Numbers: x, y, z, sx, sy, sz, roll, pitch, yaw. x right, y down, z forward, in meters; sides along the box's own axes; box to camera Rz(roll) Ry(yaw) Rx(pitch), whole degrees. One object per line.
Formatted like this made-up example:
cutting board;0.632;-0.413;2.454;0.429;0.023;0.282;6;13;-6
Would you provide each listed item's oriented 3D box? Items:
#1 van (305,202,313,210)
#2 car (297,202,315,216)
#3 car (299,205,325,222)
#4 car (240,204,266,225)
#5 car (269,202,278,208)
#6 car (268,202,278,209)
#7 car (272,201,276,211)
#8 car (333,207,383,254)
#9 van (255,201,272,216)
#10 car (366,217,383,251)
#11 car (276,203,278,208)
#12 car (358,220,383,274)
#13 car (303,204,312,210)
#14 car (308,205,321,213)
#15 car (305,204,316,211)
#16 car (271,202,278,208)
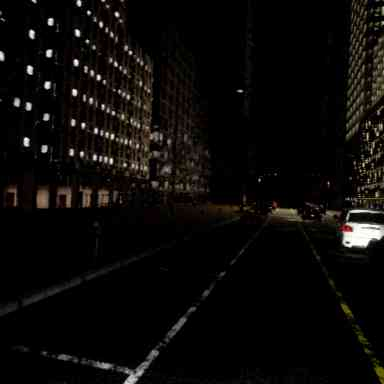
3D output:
van;28.900;3.498;82.307;1.690;1.788;3.998;2;-1;16
car;16.908;2.628;49.728;2.097;1.767;4.553;3;-1;16
car;13.593;2.569;37.895;1.994;1.385;4.181;3;-1;16
car;5.390;2.067;29.893;1.752;1.417;4.829;2;-1;16
car;20.835;3.364;84.590;1.947;1.339;4.313;2;-1;16
car;19.296;3.218;79.137;1.887;1.381;4.507;2;-1;16
car;11.595;2.597;51.870;2.008;1.369;4.403;2;-1;16
car;7.980;1.750;15.665;2.150;2.045;5.566;3;-1;20
van;8.525;2.137;40.966;1.690;1.788;3.998;2;-1;16
car;10.457;2.182;17.029;1.752;1.417;4.829;2;-1;16
car;14.686;2.612;62.779;2.192;1.841;5.009;2;-1;16
car;6.539;1.880;9.720;1.882;1.535;5.008;3;-1;16
car;30.431;3.832;87.759;2.008;1.369;4.403;2;-1;16
car;24.271;3.325;65.946;1.887;1.381;4.507;2;-1;16
car;27.351;3.576;76.853;1.887;1.381;4.507;2;-1;16
car;22.331;3.445;89.880;1.752;1.417;4.829;2;-1;16
